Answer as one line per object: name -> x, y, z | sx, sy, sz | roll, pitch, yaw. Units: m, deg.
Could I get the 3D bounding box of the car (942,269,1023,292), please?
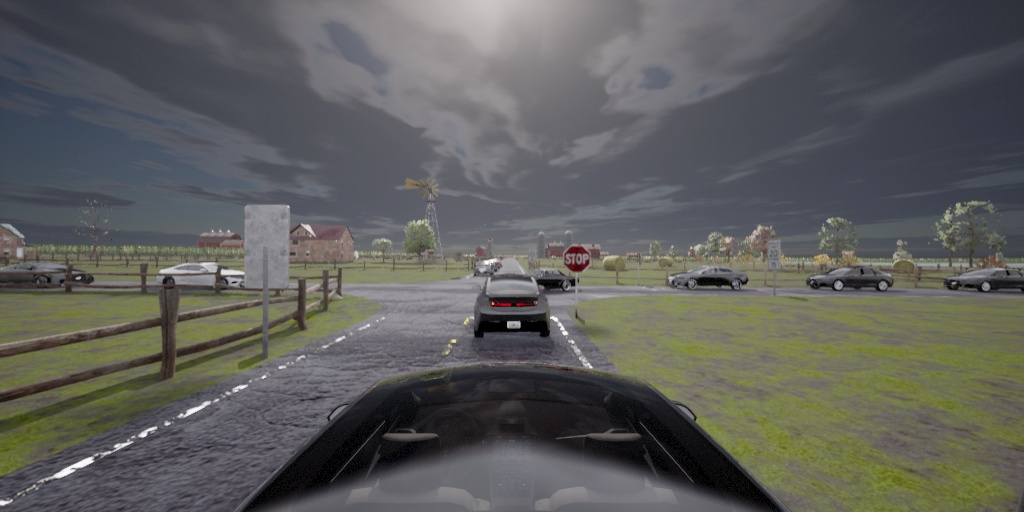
car -> 31.715, 1.586, 23.807 | 4.892, 1.490, 1.837 | 1, -1, -1

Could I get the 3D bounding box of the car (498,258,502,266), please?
car -> -2.826, 1.240, 46.394 | 2.128, 1.511, 4.902 | 0, 0, 0

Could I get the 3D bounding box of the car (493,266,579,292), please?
car -> 1.510, 1.369, 20.305 | 4.718, 1.301, 1.895 | 1, 0, -35

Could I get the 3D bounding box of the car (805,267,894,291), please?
car -> 22.212, 1.498, 23.692 | 4.892, 1.490, 1.837 | 1, -1, -1

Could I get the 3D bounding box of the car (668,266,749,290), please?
car -> 12.811, 1.396, 23.527 | 4.902, 1.511, 2.128 | 1, -1, -2

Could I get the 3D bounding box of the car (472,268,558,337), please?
car -> -0.069, 1.256, 10.260 | 1.837, 1.490, 4.892 | 0, 0, -3

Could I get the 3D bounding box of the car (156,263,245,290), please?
car -> -17.233, 1.103, 20.227 | 4.674, 1.442, 1.812 | 1, -1, -1

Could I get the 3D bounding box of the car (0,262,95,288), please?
car -> -26.353, 1.047, 20.110 | 4.181, 1.385, 1.994 | 1, -1, -1

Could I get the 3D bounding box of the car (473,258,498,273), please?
car -> -2.838, 1.241, 36.948 | 2.128, 1.511, 4.902 | 0, 0, 0
